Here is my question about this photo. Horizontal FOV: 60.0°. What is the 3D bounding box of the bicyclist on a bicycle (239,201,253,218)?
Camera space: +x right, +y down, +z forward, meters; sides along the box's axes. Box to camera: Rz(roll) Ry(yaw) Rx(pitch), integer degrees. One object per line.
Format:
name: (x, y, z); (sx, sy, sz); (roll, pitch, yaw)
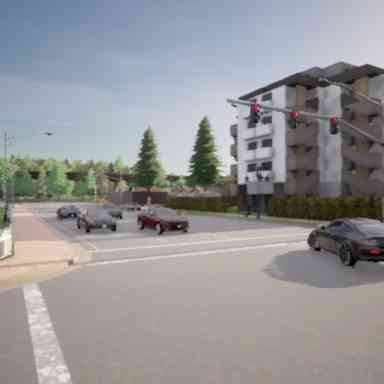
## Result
bicyclist on a bicycle: (5.104, 1.640, 31.270); (1.656, 1.620, 0.582); (0, -1, -28)

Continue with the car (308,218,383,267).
car: (5.721, 1.641, 11.746); (1.812, 1.442, 4.674); (0, -1, 0)

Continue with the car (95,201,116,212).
car: (-12.660, 2.111, 48.646); (1.837, 1.490, 4.892); (0, -1, -28)

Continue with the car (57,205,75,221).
car: (-11.941, 1.981, 32.376); (1.994, 1.385, 4.181); (0, -1, -28)

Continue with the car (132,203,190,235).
car: (-1.911, 1.730, 21.165); (1.882, 1.535, 5.008); (0, -1, -28)

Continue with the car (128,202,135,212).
car: (-9.109, 2.202, 49.423); (1.895, 1.301, 4.718); (0, -1, -28)

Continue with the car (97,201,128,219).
car: (-8.239, 1.915, 32.873); (1.837, 1.490, 4.892); (0, -1, -28)

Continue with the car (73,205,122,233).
car: (-6.388, 1.806, 22.121); (1.812, 1.442, 4.674); (0, -1, -28)
